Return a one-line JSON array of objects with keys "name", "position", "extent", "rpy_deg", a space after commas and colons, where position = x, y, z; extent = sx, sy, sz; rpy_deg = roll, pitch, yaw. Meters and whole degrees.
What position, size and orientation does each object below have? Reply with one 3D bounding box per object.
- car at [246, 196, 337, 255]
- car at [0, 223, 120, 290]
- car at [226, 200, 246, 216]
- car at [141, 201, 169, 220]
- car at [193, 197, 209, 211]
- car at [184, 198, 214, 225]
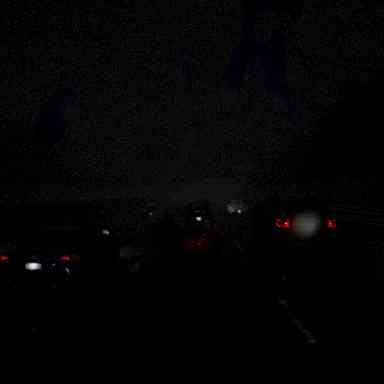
[{"name": "car", "position": [3.765, 1.173, 13.213], "extent": [2.150, 2.045, 5.566], "rpy_deg": [0, 0, 1]}, {"name": "car", "position": [-3.299, 1.523, 8.984], "extent": [1.994, 1.385, 4.181], "rpy_deg": [0, 0, 1]}, {"name": "car", "position": [4.239, 1.471, 31.501], "extent": [1.812, 1.442, 4.674], "rpy_deg": [0, 0, 2]}, {"name": "car", "position": [-2.909, 1.460, 26.869], "extent": [1.812, 1.442, 4.674], "rpy_deg": [0, 0, 2]}, {"name": "car", "position": [1.107, 1.433, 41.329], "extent": [1.882, 1.535, 5.008], "rpy_deg": [0, 0, 2]}, {"name": "car", "position": [0.500, 1.441, 23.599], "extent": [1.837, 1.490, 4.892], "rpy_deg": [0, 0, 1]}]
